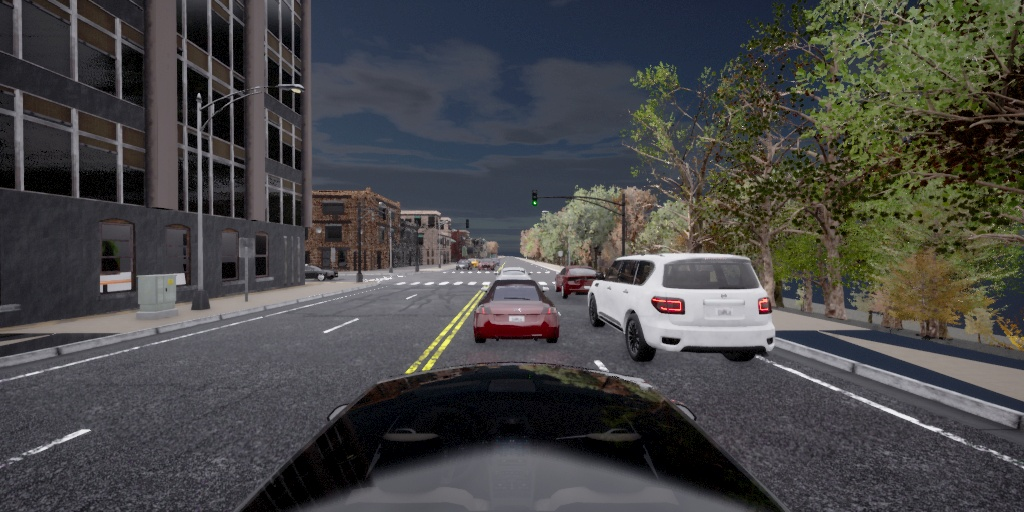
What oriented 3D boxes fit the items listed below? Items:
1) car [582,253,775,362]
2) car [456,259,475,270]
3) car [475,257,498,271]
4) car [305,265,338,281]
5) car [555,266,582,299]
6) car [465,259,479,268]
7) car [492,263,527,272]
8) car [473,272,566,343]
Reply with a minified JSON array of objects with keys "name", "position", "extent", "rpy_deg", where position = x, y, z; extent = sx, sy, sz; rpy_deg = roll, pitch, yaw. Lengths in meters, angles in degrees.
[{"name":"car","position":[3.341,0.970,8.359],"extent":[2.150,2.045,5.566],"rpy_deg":[0,0,0]},{"name":"car","position":[-6.717,1.234,50.721],"extent":[2.128,1.511,4.902],"rpy_deg":[0,0,1]},{"name":"car","position":[-3.471,1.094,49.424],"extent":[2.097,1.767,4.553],"rpy_deg":[0,0,0]},{"name":"car","position":[-18.563,1.529,32.875],"extent":[4.892,1.490,1.837],"rpy_deg":[-1,1,-2]},{"name":"car","position":[3.316,1.224,18.198],"extent":[1.882,1.535,5.008],"rpy_deg":[0,0,1]},{"name":"car","position":[-6.765,1.219,60.860],"extent":[1.882,1.535,5.008],"rpy_deg":[0,0,0]},{"name":"car","position":[0.059,1.272,18.434],"extent":[1.812,1.442,4.674],"rpy_deg":[0,0,-2]},{"name":"car","position":[0.084,1.312,9.674],"extent":[1.994,1.385,4.181],"rpy_deg":[0,0,0]}]
